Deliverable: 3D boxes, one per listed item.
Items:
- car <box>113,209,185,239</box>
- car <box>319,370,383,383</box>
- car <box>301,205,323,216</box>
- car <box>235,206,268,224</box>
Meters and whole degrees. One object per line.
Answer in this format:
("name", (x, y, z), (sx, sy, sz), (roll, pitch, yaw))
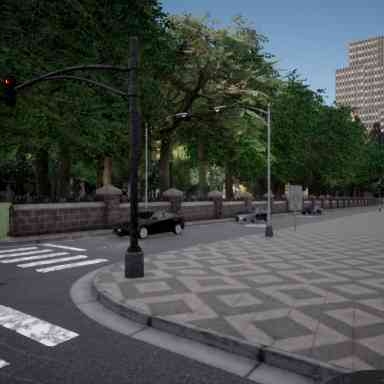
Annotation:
("car", (-2.422, 1.808, 19.721), (1.882, 1.535, 5.008), (0, -1, 35))
("car", (2.523, 1.551, 1.163), (4.403, 1.369, 2.008), (0, 0, 36))
("car", (17.132, 2.585, 47.278), (2.033, 1.411, 5.357), (0, -1, 35))
("car", (5.724, 2.114, 31.271), (2.128, 1.511, 4.902), (0, -1, 35))
